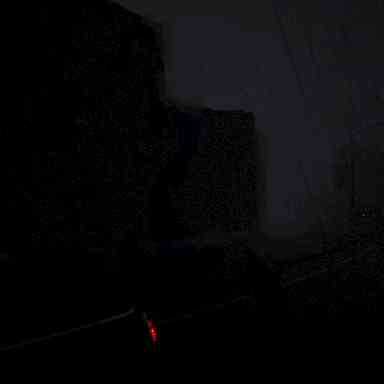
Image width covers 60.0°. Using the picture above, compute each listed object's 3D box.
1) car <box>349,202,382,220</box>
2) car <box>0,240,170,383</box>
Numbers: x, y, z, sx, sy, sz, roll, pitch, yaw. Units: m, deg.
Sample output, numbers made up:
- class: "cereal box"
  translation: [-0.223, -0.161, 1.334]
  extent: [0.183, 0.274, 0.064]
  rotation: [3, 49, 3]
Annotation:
- class: "car"
  translation: [20.596, 2.244, 39.821]
  extent: [2.150, 2.045, 5.566]
  rotation: [-2, -3, 8]
- class: "car"
  translation: [-2.487, 1.366, 2.498]
  extent: [4.553, 1.767, 2.097]
  rotation: [0, 0, -37]
